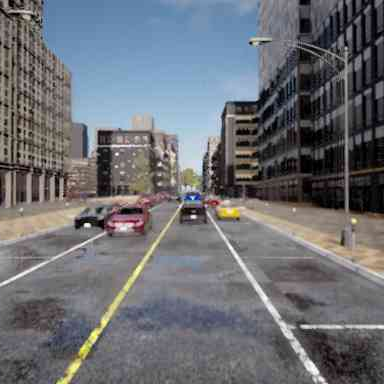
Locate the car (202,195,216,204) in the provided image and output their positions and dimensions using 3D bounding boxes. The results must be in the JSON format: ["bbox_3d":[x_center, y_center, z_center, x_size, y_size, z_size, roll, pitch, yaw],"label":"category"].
[{"bbox_3d":[2.703,1.186,52.949,1.947,1.339,4.313,1,0,0],"label":"car"}]

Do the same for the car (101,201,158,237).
[{"bbox_3d":[-3.099,1.399,17.424,1.812,1.442,4.674,0,0,0],"label":"car"}]

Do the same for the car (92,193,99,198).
[{"bbox_3d":[-26.263,0.953,86.473,4.313,1.339,1.947,0,-1,0],"label":"car"}]

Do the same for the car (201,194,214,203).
[{"bbox_3d":[2.703,1.148,58.388,1.947,1.339,4.313,1,0,0],"label":"car"}]

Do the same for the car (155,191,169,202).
[{"bbox_3d":[-5.746,0.859,63.816,2.192,1.841,5.009,1,0,0],"label":"car"}]

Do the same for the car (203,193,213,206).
[{"bbox_3d":[2.704,1.242,42.069,1.887,1.381,4.507,1,0,0],"label":"car"}]

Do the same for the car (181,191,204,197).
[{"bbox_3d":[0.100,0.911,42.978,2.150,2.045,5.566,0,0,0],"label":"car"}]

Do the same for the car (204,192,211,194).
[{"bbox_3d":[2.704,1.183,47.679,1.752,1.417,4.829,1,0,0],"label":"car"}]

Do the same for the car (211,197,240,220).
[{"bbox_3d":[2.704,1.338,25.921,1.752,1.417,4.829,1,0,0],"label":"car"}]

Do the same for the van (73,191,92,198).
[{"bbox_3d":[-26.244,0.633,78.096,3.998,1.788,1.690,0,-1,0],"label":"van"}]

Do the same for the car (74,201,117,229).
[{"bbox_3d":[-5.677,1.419,20.256,1.947,1.339,4.313,1,0,0],"label":"car"}]

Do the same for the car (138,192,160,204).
[{"bbox_3d":[-5.672,1.012,42.037,2.192,1.841,5.009,1,0,0],"label":"car"}]

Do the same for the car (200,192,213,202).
[{"bbox_3d":[2.781,0.859,63.822,2.192,1.841,5.009,1,0,0],"label":"car"}]

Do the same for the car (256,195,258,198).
[{"bbox_3d":[17.282,1.011,78.185,4.206,1.307,1.802,0,-1,0],"label":"car"}]

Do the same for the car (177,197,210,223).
[{"bbox_3d":[0.100,1.331,23.953,1.837,1.490,4.892,0,0,0],"label":"car"}]

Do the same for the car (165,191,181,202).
[{"bbox_3d":[-3.021,0.840,59.079,2.150,2.045,5.566,0,1,1],"label":"car"}]

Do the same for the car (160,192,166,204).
[{"bbox_3d":[-5.677,1.165,52.930,1.887,1.381,4.507,1,0,0],"label":"car"}]

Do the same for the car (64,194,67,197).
[{"bbox_3d":[-31.895,0.954,86.461,4.206,1.307,1.802,0,-1,0],"label":"car"}]
